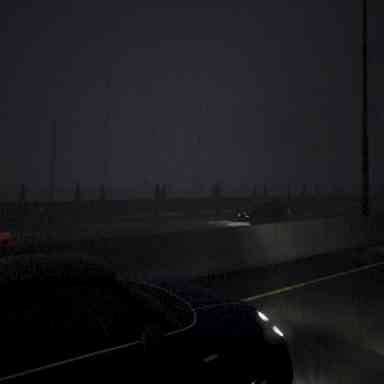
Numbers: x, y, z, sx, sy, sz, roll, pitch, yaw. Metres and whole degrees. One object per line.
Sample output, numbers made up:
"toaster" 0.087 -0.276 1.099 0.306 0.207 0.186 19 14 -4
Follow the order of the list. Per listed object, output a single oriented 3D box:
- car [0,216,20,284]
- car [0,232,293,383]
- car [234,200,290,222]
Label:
"car" -6.903 1.488 7.666 5.008 1.535 1.882 -1 0 -36
"car" -1.200 1.347 2.895 4.553 1.767 2.097 -1 0 -35
"car" 5.291 1.357 24.964 4.892 1.490 1.837 -1 0 -35
